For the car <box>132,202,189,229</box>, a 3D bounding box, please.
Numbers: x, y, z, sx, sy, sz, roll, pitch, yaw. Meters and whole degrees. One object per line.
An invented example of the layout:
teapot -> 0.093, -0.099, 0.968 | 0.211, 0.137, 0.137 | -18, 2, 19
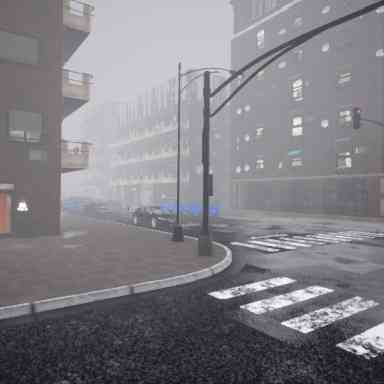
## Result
car -> -2.407, 1.540, 21.603 | 2.008, 1.369, 4.403 | 1, -1, -35

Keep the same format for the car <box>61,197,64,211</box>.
car -> -15.111, 1.581, 40.024 | 2.008, 1.369, 4.403 | 1, -1, -35

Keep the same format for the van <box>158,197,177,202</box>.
van -> -2.270, 1.450, 35.288 | 1.690, 1.788, 3.998 | 1, -1, -35

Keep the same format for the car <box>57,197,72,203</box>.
car -> -27.680, 1.727, 72.130 | 1.887, 1.381, 4.507 | 1, -1, -35

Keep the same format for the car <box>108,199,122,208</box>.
car -> -11.800, 1.683, 49.103 | 1.887, 1.381, 4.507 | 1, -1, -35

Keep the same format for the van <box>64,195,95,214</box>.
van -> -11.933, 1.361, 35.420 | 1.690, 1.788, 3.998 | 1, -1, -35

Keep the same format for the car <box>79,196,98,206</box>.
car -> -18.150, 1.597, 58.314 | 1.967, 1.590, 4.097 | 1, -1, -35

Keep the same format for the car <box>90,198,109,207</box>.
car -> -14.976, 1.730, 53.708 | 1.802, 1.307, 4.206 | 1, -1, -35

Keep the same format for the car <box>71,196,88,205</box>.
car -> -21.326, 1.606, 62.920 | 1.967, 1.590, 4.097 | 1, -1, -35

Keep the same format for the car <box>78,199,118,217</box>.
car -> -8.759, 1.592, 30.813 | 1.802, 1.307, 4.206 | 1, -1, -35

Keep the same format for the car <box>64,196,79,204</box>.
car -> -24.502, 1.614, 67.525 | 1.967, 1.590, 4.097 | 1, -1, -35

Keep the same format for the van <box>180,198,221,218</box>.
van -> 0.906, 1.439, 30.683 | 1.690, 1.788, 3.998 | 1, -1, -35
